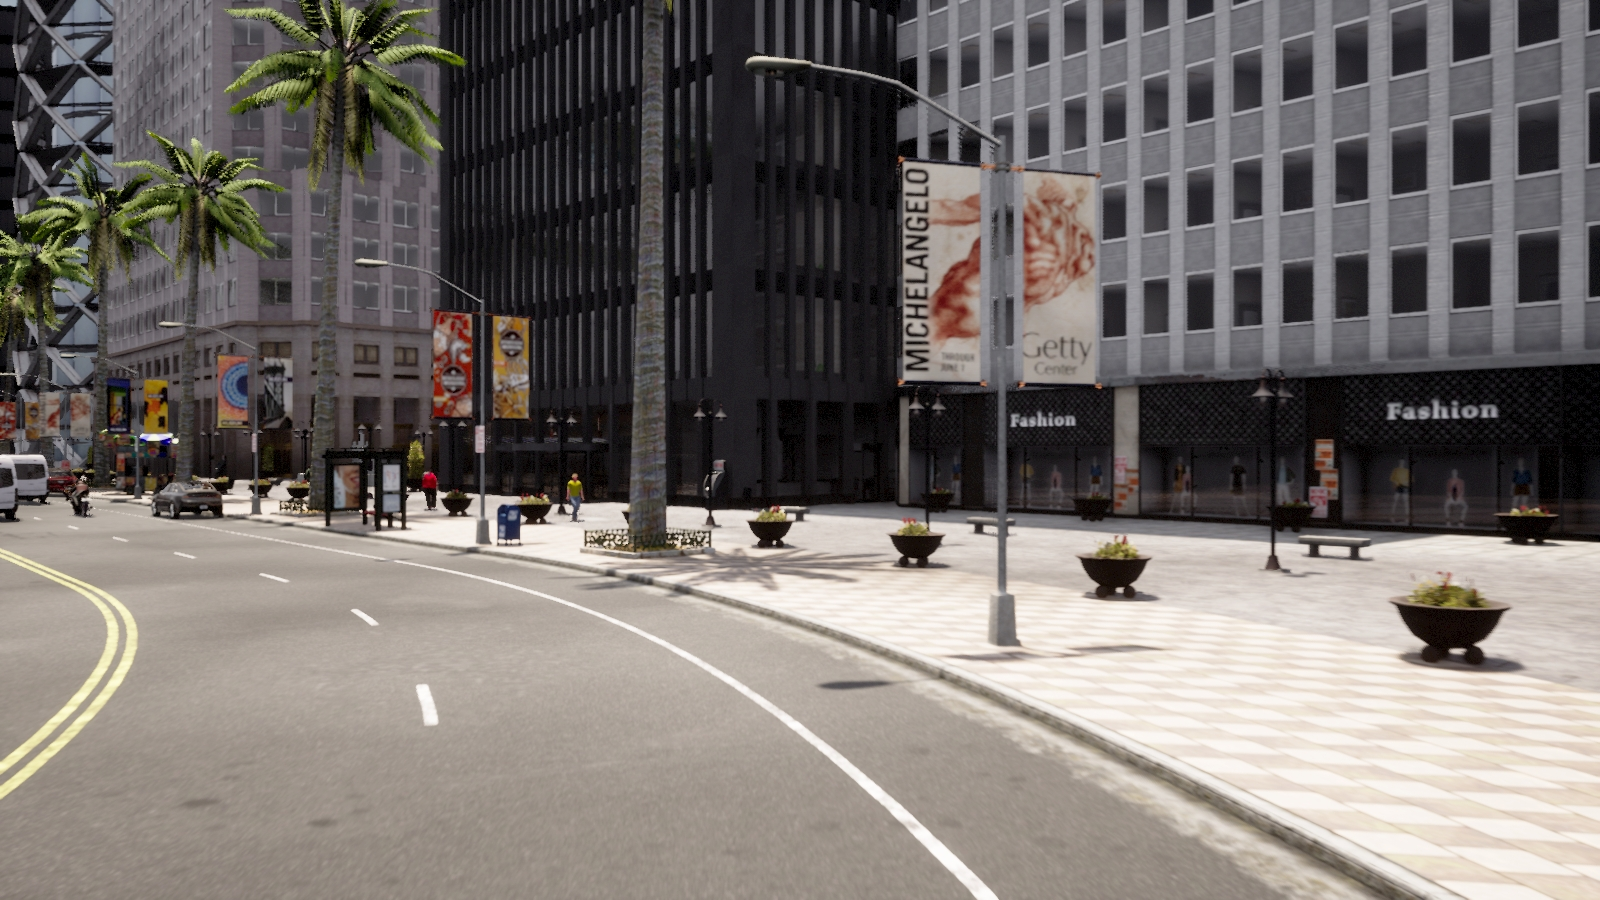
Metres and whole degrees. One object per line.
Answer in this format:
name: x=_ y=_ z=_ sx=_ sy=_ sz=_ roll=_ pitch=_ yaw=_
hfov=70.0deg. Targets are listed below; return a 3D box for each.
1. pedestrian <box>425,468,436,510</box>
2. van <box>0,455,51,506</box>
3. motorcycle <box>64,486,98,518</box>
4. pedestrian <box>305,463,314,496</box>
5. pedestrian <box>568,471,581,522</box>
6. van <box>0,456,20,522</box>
pedestrian: x=-16.227 y=1.703 z=50.201 sx=0.375 sy=1.860 sz=0.375 roll=0 pitch=0 yaw=-7
van: x=-41.586 y=1.545 z=60.765 sx=1.988 sy=2.561 sz=5.915 roll=0 pitch=0 yaw=-42
motorcycle: x=-30.737 y=2.213 z=48.847 sx=0.867 sy=1.251 sz=2.209 roll=0 pitch=0 yaw=-42
pedestrian: x=-28.511 y=1.713 z=66.386 sx=0.375 sy=1.860 sz=0.375 roll=0 pitch=0 yaw=-41
pedestrian: x=-8.316 y=1.706 z=42.173 sx=0.375 sy=1.860 sz=0.375 roll=0 pitch=0 yaw=-30
van: x=-33.665 y=1.543 z=46.857 sx=1.988 sy=2.561 sz=5.915 roll=0 pitch=0 yaw=-42
